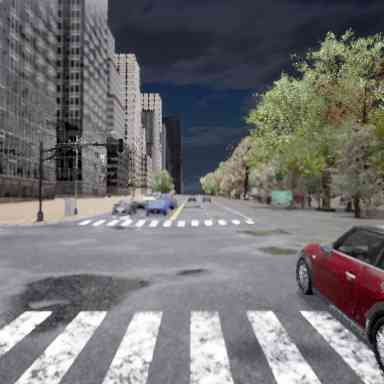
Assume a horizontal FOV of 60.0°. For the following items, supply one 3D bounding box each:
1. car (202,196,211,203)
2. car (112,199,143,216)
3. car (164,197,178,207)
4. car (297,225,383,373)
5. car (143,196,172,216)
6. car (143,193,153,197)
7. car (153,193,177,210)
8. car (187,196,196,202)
[{"bbox_3d":[3.242,1.547,73.025,2.128,1.511,4.902,0,0,0],"label":"car"},{"bbox_3d":[-6.600,1.500,33.090,2.128,1.511,4.902,0,0,0],"label":"car"},{"bbox_3d":[-3.312,1.539,53.206,1.812,1.442,4.674,0,0,0],"label":"car"},{"bbox_3d":[3.375,1.323,5.547,2.097,1.767,4.553,1,1,0],"label":"car"},{"bbox_3d":[-3.352,1.486,32.931,1.882,1.535,5.008,0,0,0],"label":"car"},{"bbox_3d":[-6.564,1.235,53.092,2.150,2.045,5.566,0,0,1],"label":"car"},{"bbox_3d":[-3.346,1.232,42.869,2.150,2.045,5.566,0,0,0],"label":"car"},{"bbox_3d":[-0.009,1.546,73.275,1.812,1.442,4.674,0,0,0],"label":"car"}]
